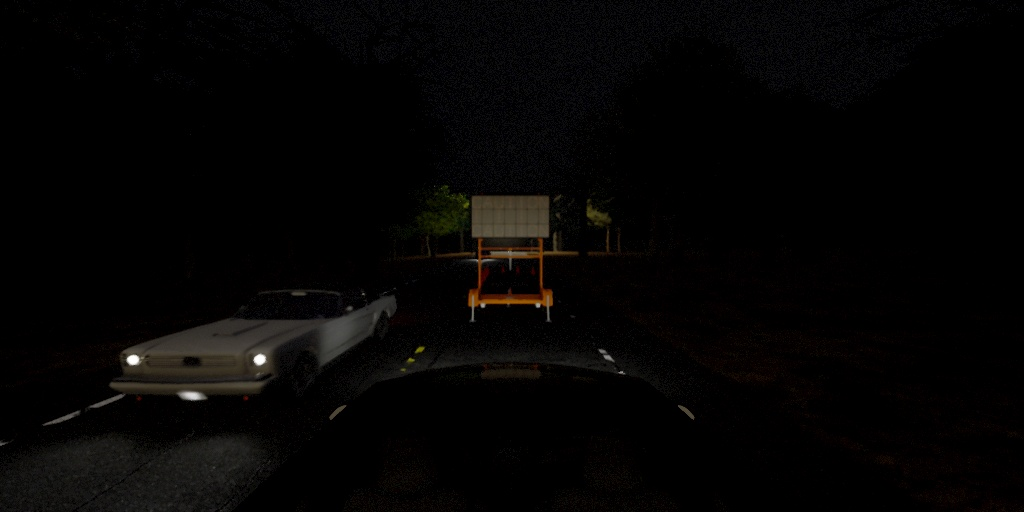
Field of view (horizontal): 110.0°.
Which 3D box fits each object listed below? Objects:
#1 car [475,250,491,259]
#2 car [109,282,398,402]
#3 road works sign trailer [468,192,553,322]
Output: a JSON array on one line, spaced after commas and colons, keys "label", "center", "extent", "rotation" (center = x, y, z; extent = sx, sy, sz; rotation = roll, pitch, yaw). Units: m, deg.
[{"label": "car", "center": [-3.824, -0.367, 47.637], "extent": [1.812, 1.442, 4.674], "rotation": [0, 2, 0]}, {"label": "car", "center": [-3.622, 1.193, 6.242], "extent": [1.895, 1.301, 4.718], "rotation": [0, 2, 0]}, {"label": "road works sign trailer", "center": [-0.046, -0.109, 10.863], "extent": [2.380, 3.560, 2.880], "rotation": [0, 0, 0]}]
